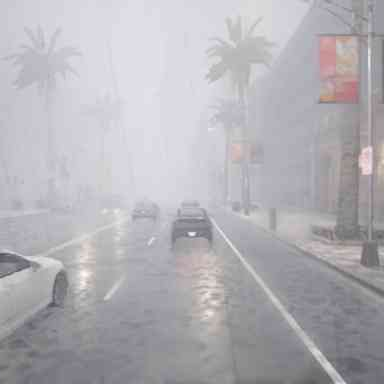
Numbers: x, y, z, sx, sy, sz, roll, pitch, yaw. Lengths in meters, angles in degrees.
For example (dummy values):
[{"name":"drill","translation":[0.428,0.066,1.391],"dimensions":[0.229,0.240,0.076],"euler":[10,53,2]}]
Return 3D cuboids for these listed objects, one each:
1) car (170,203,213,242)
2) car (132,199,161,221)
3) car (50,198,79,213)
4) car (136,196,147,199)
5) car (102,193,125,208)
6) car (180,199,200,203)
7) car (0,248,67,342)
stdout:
[{"name":"car","translation":[-0.021,1.484,16.244],"dimensions":[1.837,1.490,4.892],"euler":[0,0,0]},{"name":"car","translation":[-3.611,1.514,26.776],"dimensions":[2.033,1.411,5.357],"euler":[0,0,-1]},{"name":"car","translation":[-13.885,1.436,36.486],"dimensions":[2.231,1.521,4.892],"euler":[0,0,0]},{"name":"car","translation":[-7.488,1.445,49.294],"dimensions":[1.837,1.490,4.892],"euler":[0,0,0]},{"name":"car","translation":[-10.980,1.164,46.926],"dimensions":[2.150,2.045,5.566],"euler":[0,0,0]},{"name":"car","translation":[-0.170,1.436,33.445],"dimensions":[1.882,1.535,5.008],"euler":[0,0,0]},{"name":"car","translation":[-3.445,1.520,4.908],"dimensions":[1.812,1.442,4.674],"euler":[0,0,0]}]
